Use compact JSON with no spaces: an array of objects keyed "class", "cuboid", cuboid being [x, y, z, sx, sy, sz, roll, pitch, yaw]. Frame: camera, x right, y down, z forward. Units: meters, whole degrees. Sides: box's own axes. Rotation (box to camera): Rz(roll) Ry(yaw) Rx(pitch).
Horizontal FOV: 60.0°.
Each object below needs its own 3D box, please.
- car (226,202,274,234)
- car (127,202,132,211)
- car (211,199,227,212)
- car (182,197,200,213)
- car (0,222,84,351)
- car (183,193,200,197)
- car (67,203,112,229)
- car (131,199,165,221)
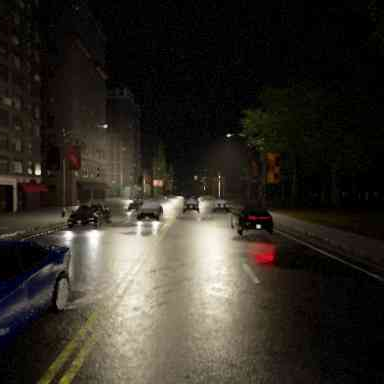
[{"class":"car","cuboid":[3.314,1.491,19.024,1.837,1.490,4.892,0,0,0]},{"class":"car","cuboid":[-6.583,1.623,40.820,2.033,1.411,5.357,0,0,0]},{"class":"car","cuboid":[3.186,1.531,37.848,2.033,1.411,5.357,0,0,0]},{"class":"car","cuboid":[-0.072,1.541,36.246,2.033,1.411,5.357,0,0,0]},{"class":"car","cuboid":[-3.352,1.486,4.771,1.882,1.535,5.008,0,0,0]},{"class":"car","cuboid":[-0.090,1.212,47.597,2.150,2.045,5.566,0,0,0]},{"class":"car","cuboid":[-6.621,1.521,21.967,1.837,1.490,4.892,0,0,0]},{"class":"car","cuboid":[-3.354,1.553,27.714,2.033,1.411,5.357,0,0,1]}]
